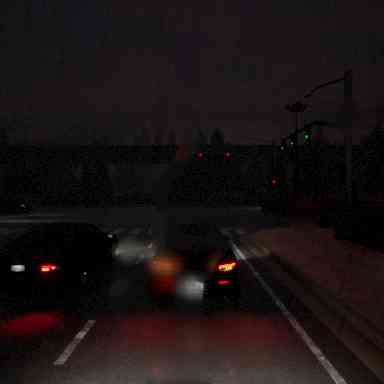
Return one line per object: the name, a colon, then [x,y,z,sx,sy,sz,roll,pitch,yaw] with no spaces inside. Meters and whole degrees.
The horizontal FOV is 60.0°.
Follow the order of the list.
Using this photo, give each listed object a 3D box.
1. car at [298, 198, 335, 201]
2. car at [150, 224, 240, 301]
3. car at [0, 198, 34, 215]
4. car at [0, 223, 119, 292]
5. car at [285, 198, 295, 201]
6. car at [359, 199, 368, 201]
car: [16.920,1.491,43.340,4.902,1.511,2.128,0,0,0]
car: [0.072,1.526,8.229,1.812,1.442,4.674,0,0,0]
car: [-18.122,1.352,32.839,4.553,1.767,2.097,0,0,0]
car: [-3.420,1.547,9.050,2.033,1.411,5.357,0,0,0]
car: [14.121,1.526,46.855,4.674,1.442,1.812,0,0,2]
car: [23.228,1.601,46.813,4.718,1.301,1.895,0,0,0]
